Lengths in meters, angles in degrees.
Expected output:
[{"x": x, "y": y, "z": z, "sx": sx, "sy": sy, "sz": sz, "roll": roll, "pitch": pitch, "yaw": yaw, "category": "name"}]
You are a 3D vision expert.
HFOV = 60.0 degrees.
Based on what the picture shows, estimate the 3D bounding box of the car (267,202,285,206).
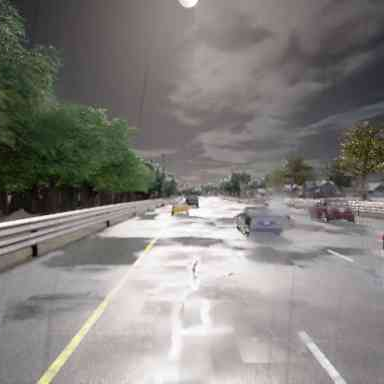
[{"x": 7.102, "y": 1.574, "z": 28.736, "sx": 1.812, "sy": 1.442, "sz": 4.674, "roll": 0, "pitch": 0, "yaw": 0, "category": "car"}]

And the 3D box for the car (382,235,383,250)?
[{"x": 7.101, "y": 1.227, "z": 8.148, "sx": 2.150, "sy": 2.045, "sz": 5.566, "roll": 0, "pitch": 0, "yaw": 0, "category": "car"}]

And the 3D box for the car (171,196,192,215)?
[{"x": -1.225, "y": 1.565, "z": 35.735, "sx": 1.801, "sy": 1.575, "sz": 5.366, "roll": 0, "pitch": -1, "yaw": 0, "category": "car"}]

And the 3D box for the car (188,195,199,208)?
[{"x": 0.001, "y": 1.542, "z": 54.281, "sx": 2.150, "sy": 2.045, "sz": 5.566, "roll": 0, "pitch": -1, "yaw": 0, "category": "car"}]

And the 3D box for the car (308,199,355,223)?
[{"x": 10.600, "y": 1.380, "z": 25.649, "sx": 2.097, "sy": 1.767, "sz": 4.553, "roll": 0, "pitch": 0, "yaw": 0, "category": "car"}]

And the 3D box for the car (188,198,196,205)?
[{"x": 0.000, "y": 2.052, "z": 70.772, "sx": 1.812, "sy": 1.442, "sz": 4.674, "roll": 0, "pitch": -1, "yaw": 0, "category": "car"}]

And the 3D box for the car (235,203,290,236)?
[{"x": 3.600, "y": 1.556, "z": 18.513, "sx": 2.033, "sy": 1.411, "sz": 5.357, "roll": 0, "pitch": 0, "yaw": 0, "category": "car"}]
